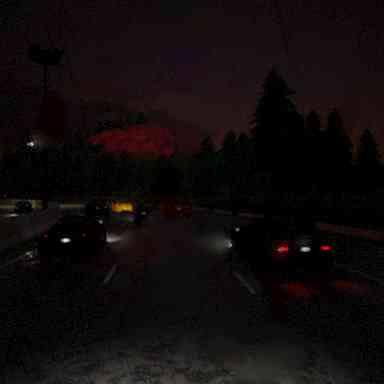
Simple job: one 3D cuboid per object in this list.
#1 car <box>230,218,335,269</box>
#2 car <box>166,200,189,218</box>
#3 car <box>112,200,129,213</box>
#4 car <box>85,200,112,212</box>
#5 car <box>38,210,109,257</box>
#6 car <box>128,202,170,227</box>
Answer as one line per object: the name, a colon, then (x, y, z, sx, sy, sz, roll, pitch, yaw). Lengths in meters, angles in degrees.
car: (2.751, 1.606, 11.433, 2.033, 1.411, 5.357, 0, 0, -7)
car: (-1.795, 1.531, 32.008, 2.097, 1.767, 4.553, 0, 0, -17)
car: (-8.547, 1.713, 40.138, 1.882, 1.535, 5.008, 0, 0, -23)
car: (-9.496, 1.550, 32.972, 2.097, 1.767, 4.553, 0, 0, -19)
car: (-4.625, 1.646, 13.394, 1.994, 1.385, 4.181, 0, 0, -8)
car: (-3.273, 1.633, 24.431, 2.128, 1.511, 4.902, 0, 0, -14)
